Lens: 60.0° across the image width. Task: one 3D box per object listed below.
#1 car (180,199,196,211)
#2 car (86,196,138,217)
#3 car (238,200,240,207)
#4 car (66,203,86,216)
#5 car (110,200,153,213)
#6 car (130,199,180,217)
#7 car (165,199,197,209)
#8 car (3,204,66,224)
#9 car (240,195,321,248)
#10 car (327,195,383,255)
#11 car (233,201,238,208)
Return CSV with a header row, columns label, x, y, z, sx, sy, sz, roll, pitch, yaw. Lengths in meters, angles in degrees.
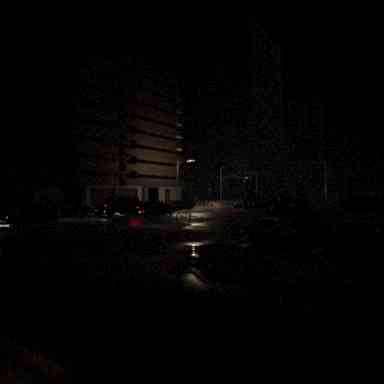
label,x,y,z,sx,sy,sz,roll,pitch,yaw
car,-1.946,1.753,43.152,2.033,1.411,5.357,-1,0,34
car,-7.766,1.427,34.523,2.150,2.045,5.566,-1,0,34
car,8.837,1.697,46.306,2.033,1.411,5.357,-1,0,34
car,-12.787,1.833,33.329,1.895,1.301,4.718,-1,0,34
car,-7.403,1.781,41.328,2.033,1.411,5.357,-1,0,34
car,-3.691,1.681,33.952,1.837,1.490,4.892,-1,0,34
car,-1.561,1.781,49.937,2.033,1.411,5.357,-1,0,35
car,-12.878,1.768,26.926,1.994,1.385,4.181,-1,0,34
car,4.057,1.190,14.217,1.932,1.855,4.605,-1,0,34
car,6.423,1.170,12.548,1.905,1.878,3.866,-1,0,34
car,8.299,1.779,51.774,1.895,1.301,4.718,-1,0,34
